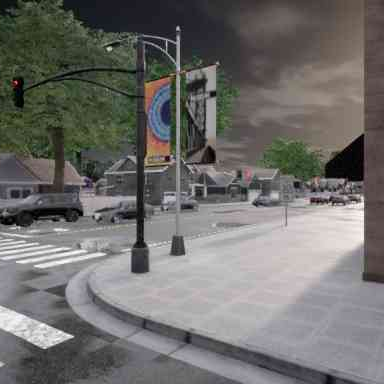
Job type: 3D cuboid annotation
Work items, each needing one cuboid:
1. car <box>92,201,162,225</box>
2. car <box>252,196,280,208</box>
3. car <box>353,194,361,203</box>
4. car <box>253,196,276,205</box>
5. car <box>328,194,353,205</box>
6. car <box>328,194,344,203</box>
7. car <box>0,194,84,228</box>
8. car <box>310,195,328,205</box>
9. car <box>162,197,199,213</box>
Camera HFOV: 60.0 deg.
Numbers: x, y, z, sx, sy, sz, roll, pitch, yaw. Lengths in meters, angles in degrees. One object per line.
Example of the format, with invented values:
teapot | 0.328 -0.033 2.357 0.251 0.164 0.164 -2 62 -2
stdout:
car | -4.730 1.384 23.496 2.128 1.511 4.902 0 0 36
car | 9.920 1.303 43.928 2.033 1.411 5.357 0 0 36
car | 28.276 1.155 58.143 1.837 1.490 4.892 0 0 36
car | 11.209 1.285 51.216 1.994 1.385 4.181 0 0 36
car | 22.282 1.203 49.756 1.837 1.490 4.892 0 0 35
car | 26.664 1.146 61.473 1.837 1.490 4.892 0 0 36
car | -9.836 1.137 21.963 2.150 2.045 5.566 0 0 36
car | 20.029 1.171 52.192 1.882 1.535 5.008 0 0 36
car | -1.174 1.323 34.053 2.128 1.511 4.902 0 0 36
